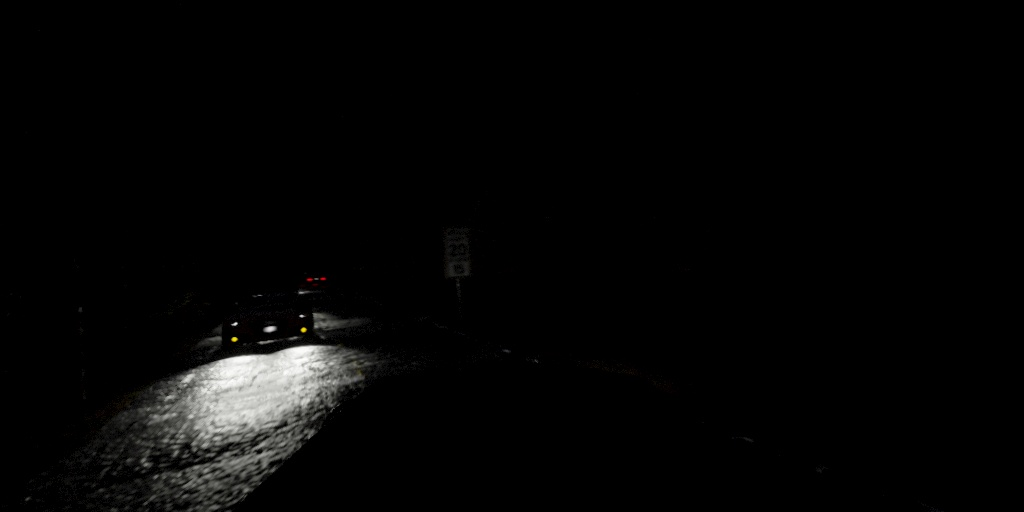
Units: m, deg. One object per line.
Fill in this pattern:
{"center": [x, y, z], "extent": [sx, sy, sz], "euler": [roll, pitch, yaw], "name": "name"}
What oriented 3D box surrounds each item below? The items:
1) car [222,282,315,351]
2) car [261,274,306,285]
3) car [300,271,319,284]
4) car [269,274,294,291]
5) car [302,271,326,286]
{"center": [-7.087, 1.690, 10.589], "extent": [1.994, 1.385, 4.181], "euler": [-3, 0, -33], "name": "car"}
{"center": [-12.750, 1.919, 19.571], "extent": [2.128, 1.511, 4.902], "euler": [-3, 0, -32], "name": "car"}
{"center": [-25.939, 2.665, 45.777], "extent": [1.812, 1.442, 4.674], "euler": [-3, 0, -32], "name": "car"}
{"center": [-22.296, 2.546, 34.768], "extent": [1.895, 1.301, 4.718], "euler": [-3, 0, -32], "name": "car"}
{"center": [-20.376, 2.382, 37.054], "extent": [2.033, 1.411, 5.357], "euler": [-3, 0, -32], "name": "car"}
